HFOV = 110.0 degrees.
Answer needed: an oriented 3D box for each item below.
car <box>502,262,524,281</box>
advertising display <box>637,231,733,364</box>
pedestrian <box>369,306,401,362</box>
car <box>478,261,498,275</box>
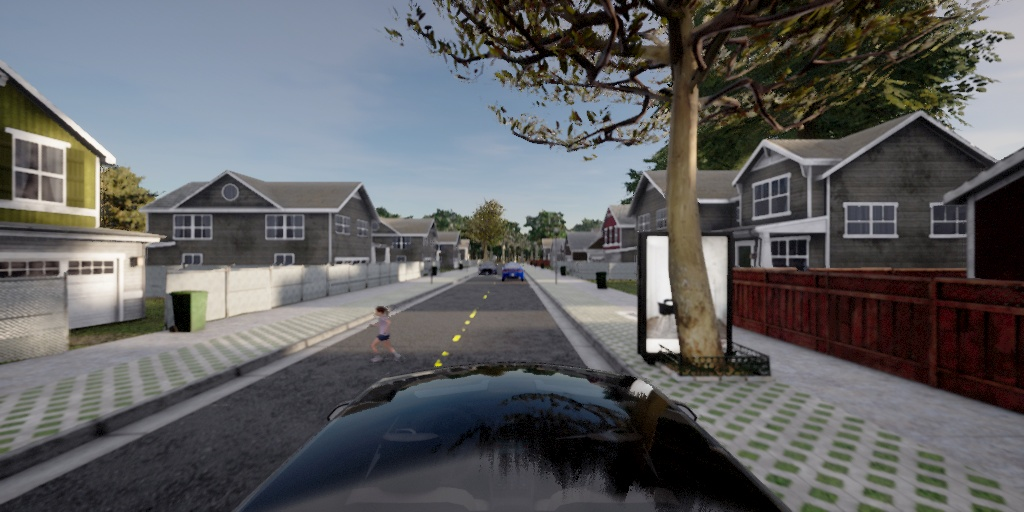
[{"bbox_3d":[0.081,1.433,32.611,1.882,1.535,5.008,0,0,0],"label":"car"},{"bbox_3d":[3.008,0.804,6.289,1.540,2.440,0.280,0,0,0],"label":"advertising display"},{"bbox_3d":[-2.411,1.457,6.808,0.500,1.100,0.500,0,0,-8],"label":"pedestrian"},{"bbox_3d":[-2.861,1.385,43.233,2.097,1.767,4.553,0,0,0],"label":"car"}]
